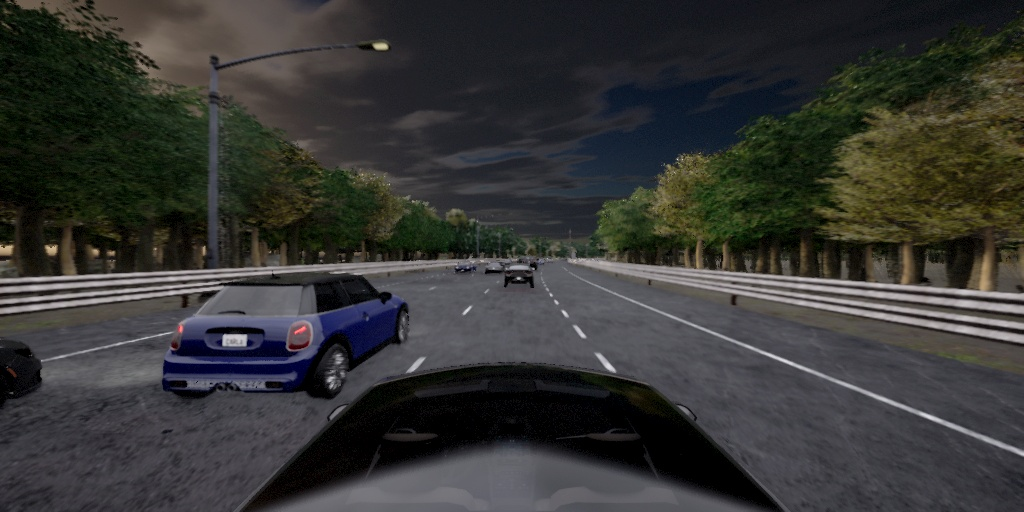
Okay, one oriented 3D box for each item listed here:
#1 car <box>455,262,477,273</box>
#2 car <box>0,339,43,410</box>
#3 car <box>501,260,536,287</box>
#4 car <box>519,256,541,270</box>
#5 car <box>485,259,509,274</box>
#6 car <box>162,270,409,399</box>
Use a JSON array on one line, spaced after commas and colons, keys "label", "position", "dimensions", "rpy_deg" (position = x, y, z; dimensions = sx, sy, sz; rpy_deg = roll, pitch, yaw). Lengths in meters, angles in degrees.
[{"label": "car", "position": [-5.344, 1.342, 42.479], "dimensions": [1.895, 1.301, 4.718], "rpy_deg": [0, 0, 5]}, {"label": "car", "position": [-6.992, 1.223, 2.538], "dimensions": [1.837, 1.490, 4.892], "rpy_deg": [0, 0, 0]}, {"label": "car", "position": [0.543, 1.238, 24.851], "dimensions": [1.882, 1.535, 5.008], "rpy_deg": [0, 0, 3]}, {"label": "car", "position": [2.692, 1.008, 52.809], "dimensions": [2.150, 2.045, 5.566], "rpy_deg": [0, 0, 6]}, {"label": "car", "position": [-1.860, 1.321, 41.627], "dimensions": [1.994, 1.385, 4.181], "rpy_deg": [0, 0, 5]}, {"label": "car", "position": [-3.474, 1.086, 6.643], "dimensions": [2.097, 1.767, 4.553], "rpy_deg": [0, 0, 1]}]
